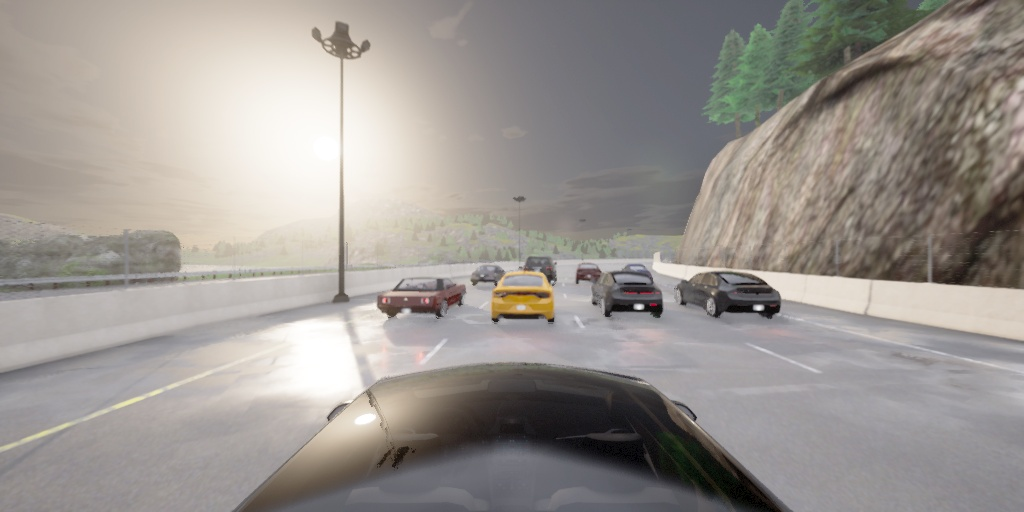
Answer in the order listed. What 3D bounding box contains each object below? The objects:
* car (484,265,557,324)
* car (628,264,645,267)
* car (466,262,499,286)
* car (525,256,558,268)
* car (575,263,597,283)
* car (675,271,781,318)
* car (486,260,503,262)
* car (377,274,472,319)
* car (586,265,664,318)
[{"bbox_3d":[0.457,1.252,12.223,1.882,1.535,5.008,0,0,5],"label":"car"},{"bbox_3d":[9.360,1.334,27.289,1.812,1.442,4.674,0,0,10],"label":"car"},{"bbox_3d":[-1.544,1.353,25.936,2.033,1.411,5.357,0,0,9],"label":"car"},{"bbox_3d":[2.111,1.030,26.540,2.150,2.045,5.566,0,0,10],"label":"car"},{"bbox_3d":[5.990,1.288,28.285,1.882,1.535,5.008,0,0,10],"label":"car"},{"bbox_3d":[7.567,1.282,13.086,1.837,1.490,4.892,0,0,5],"label":"car"},{"bbox_3d":[-2.495,1.455,64.156,1.994,1.385,4.181,0,0,21],"label":"car"},{"bbox_3d":[-2.984,1.377,13.016,1.895,1.301,4.718,0,0,5],"label":"car"},{"bbox_3d":[4.069,1.282,13.273,1.837,1.490,4.892,0,0,5],"label":"car"}]
